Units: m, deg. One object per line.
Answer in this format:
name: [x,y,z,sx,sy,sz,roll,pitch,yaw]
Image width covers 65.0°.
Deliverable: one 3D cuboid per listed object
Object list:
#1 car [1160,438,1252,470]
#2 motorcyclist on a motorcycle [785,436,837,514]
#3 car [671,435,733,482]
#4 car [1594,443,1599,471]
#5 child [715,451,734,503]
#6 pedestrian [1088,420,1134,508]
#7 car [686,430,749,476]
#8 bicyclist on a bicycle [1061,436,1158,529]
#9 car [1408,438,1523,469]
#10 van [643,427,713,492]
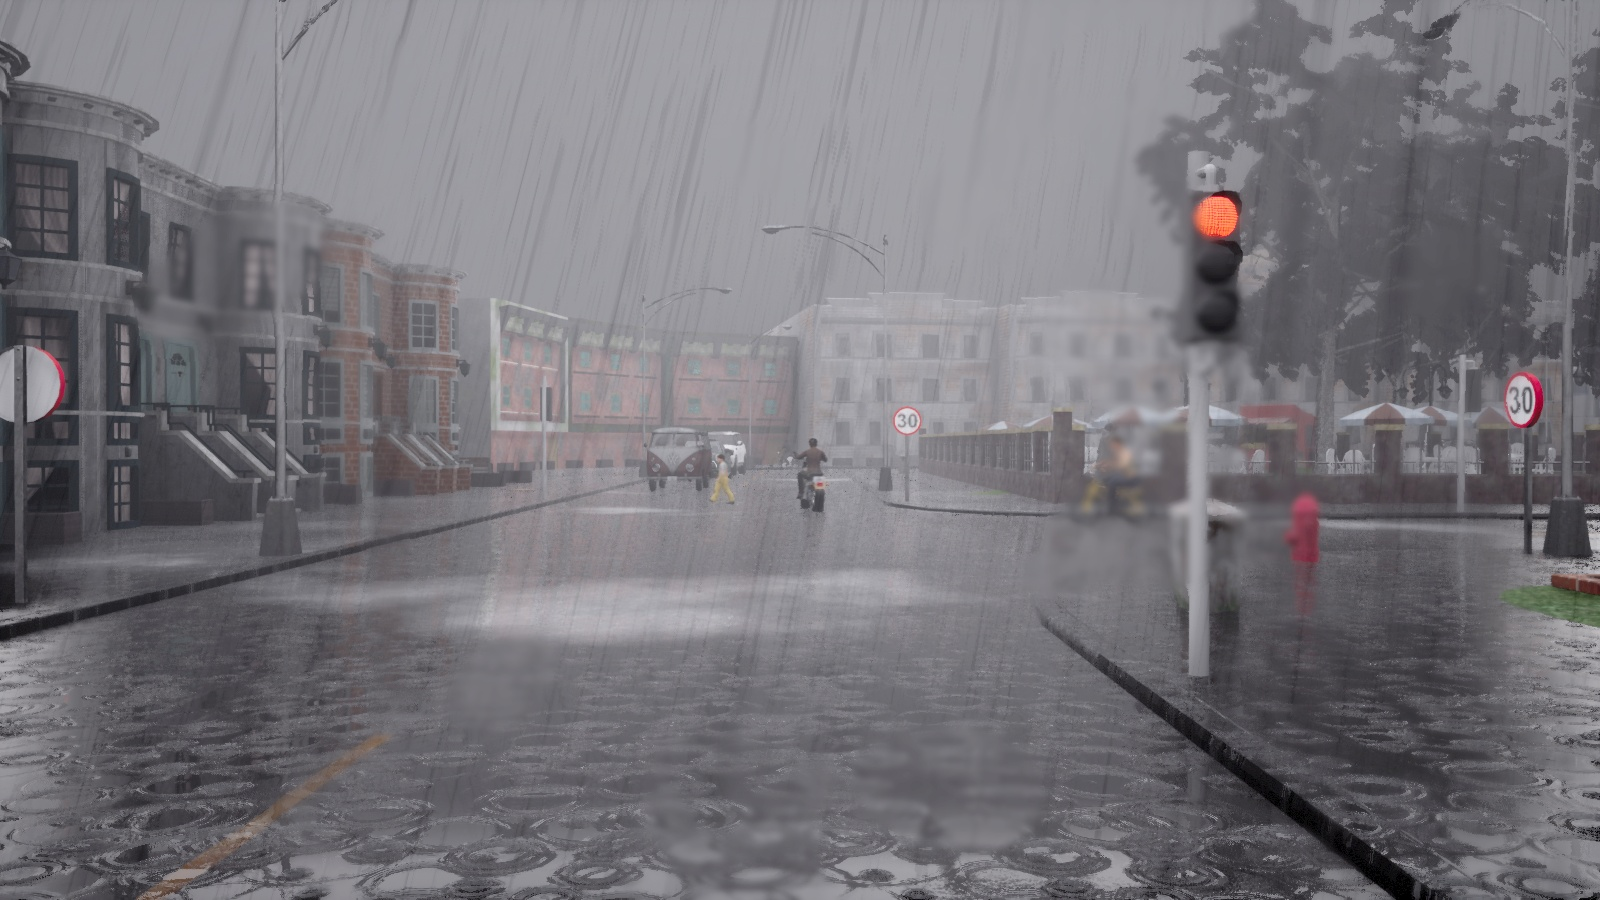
car: [23.111,0.220,71.529,4.553,1.767,2.097,0,0,0]
motorcyclist on a motorcycle: [0.225,0.539,28.081,0.766,1.649,2.350,1,0,-9]
car: [-3.842,0.321,49.766,2.097,1.767,4.553,0,0,0]
car: [45.081,0.380,67.495,3.705,1.549,1.789,0,0,0]
child: [-1.839,0.645,30.595,0.437,1.263,0.270,0,0,-2]
pedestrian: [6.906,0.304,27.931,0.873,1.952,0.659,0,0,2]
car: [-3.837,0.128,59.414,2.150,2.045,5.566,0,0,5]
bicyclist on a bicycle: [5.483,0.561,22.325,1.509,1.612,0.866,0,1,-1]
car: [35.729,0.173,67.509,5.027,1.651,2.152,0,0,0]
van: [-3.858,0.268,40.407,1.775,1.987,4.442,0,0,0]
